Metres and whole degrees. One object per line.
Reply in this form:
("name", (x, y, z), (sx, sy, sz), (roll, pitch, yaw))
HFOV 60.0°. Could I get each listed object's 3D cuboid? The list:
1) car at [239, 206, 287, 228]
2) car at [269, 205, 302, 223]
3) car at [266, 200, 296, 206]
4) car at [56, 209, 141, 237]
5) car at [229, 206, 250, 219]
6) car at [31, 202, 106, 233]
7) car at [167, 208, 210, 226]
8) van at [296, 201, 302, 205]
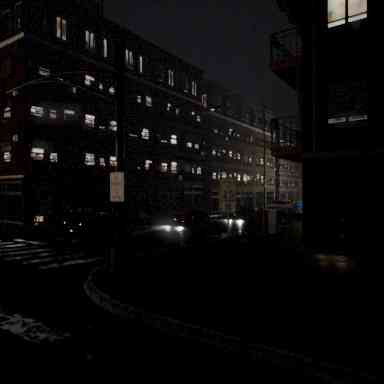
("car", (5.694, 2.048, 26.179), (1.802, 1.307, 4.206), (-2, -2, 35))
("car", (8.951, 2.121, 30.839), (2.008, 1.369, 4.403), (-2, -2, 35))
("car", (11.696, 2.050, 44.712), (2.150, 2.045, 5.566), (0, -1, 35))
("car", (-5.435, 1.884, 20.320), (1.895, 1.301, 4.718), (0, -1, 36))
("car", (5.519, 2.196, 35.967), (1.994, 1.385, 4.181), (0, -1, 34))
("car", (-7.697, 1.604, 21.603), (2.192, 1.841, 5.009), (-1, -2, 35))
("car", (-0.195, 2.013, 27.793), (1.994, 1.385, 4.181), (0, -1, 34))
("van", (18.357, 2.463, 58.868), (1.690, 1.788, 3.998), (-1, -2, 35))
